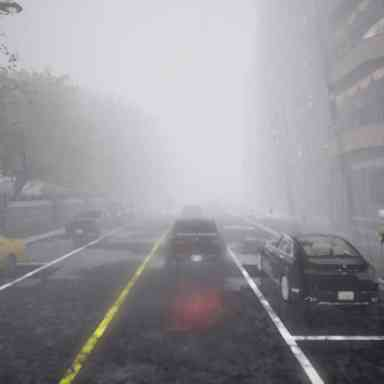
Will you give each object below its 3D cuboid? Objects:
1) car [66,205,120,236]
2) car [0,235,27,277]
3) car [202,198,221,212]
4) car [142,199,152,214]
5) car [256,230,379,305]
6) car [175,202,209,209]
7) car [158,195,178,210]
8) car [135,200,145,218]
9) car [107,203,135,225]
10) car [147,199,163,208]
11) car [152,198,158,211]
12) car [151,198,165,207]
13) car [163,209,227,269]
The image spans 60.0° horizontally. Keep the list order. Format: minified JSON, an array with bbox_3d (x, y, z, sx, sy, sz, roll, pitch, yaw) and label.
[{"bbox_3d":[-5.708,1.642,19.046,1.947,1.339,4.313,0,0,0],"label":"car"},{"bbox_3d":[-5.695,1.556,7.799,1.752,1.417,4.829,0,0,0],"label":"car"},{"bbox_3d":[2.647,1.721,41.212,2.008,1.369,4.403,0,0,0],"label":"car"},{"bbox_3d":[-5.727,1.671,35.492,1.752,1.417,4.829,0,0,0],"label":"car"},{"bbox_3d":[2.685,1.582,7.981,2.008,1.369,4.403,0,0,0],"label":"car"},{"bbox_3d":[0.014,1.652,25.888,2.033,1.411,5.357,0,0,0],"label":"car"},{"bbox_3d":[-3.145,1.419,46.746,2.150,2.045,5.566,0,-1,0],"label":"car"},{"bbox_3d":[-5.721,1.704,30.123,1.802,1.307,4.206,0,0,0],"label":"car"},{"bbox_3d":[-5.714,1.539,24.585,1.967,1.590,4.097,0,0,0],"label":"car"},{"bbox_3d":[-5.824,1.770,52.276,2.008,1.369,4.403,0,0,0],"label":"car"},{"bbox_3d":[-5.733,1.611,41.201,1.967,1.590,4.097,0,0,0],"label":"car"},{"bbox_3d":[-5.881,1.790,57.816,1.887,1.381,4.507,0,0,0],"label":"car"},{"bbox_3d":[0.064,1.549,11.381,1.837,1.490,4.892,0,0,-2],"label":"car"}]
